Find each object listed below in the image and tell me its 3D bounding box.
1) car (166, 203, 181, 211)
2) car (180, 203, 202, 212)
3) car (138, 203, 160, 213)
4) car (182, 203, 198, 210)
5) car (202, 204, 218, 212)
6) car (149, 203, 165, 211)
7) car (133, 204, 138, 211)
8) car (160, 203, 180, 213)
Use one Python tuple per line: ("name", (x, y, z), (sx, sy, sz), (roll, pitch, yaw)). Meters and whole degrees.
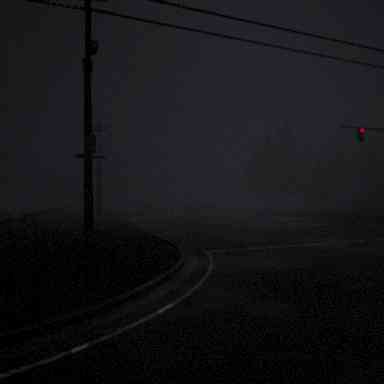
("car", (-3.772, 2.988, 68.018), (1.837, 1.490, 4.892), (0, -1, -18))
("car", (-0.508, 2.796, 57.996), (2.033, 1.411, 5.357), (0, -1, -18))
("car", (-7.317, 2.638, 56.295), (2.097, 1.767, 4.553), (0, -1, -18))
("car", (-0.444, 2.967, 69.102), (1.812, 1.442, 4.674), (0, -1, -18))
("car", (2.819, 2.784, 59.082), (2.033, 1.411, 5.357), (0, -1, -18))
("car", (-7.100, 3.001, 66.935), (2.128, 1.511, 4.902), (0, -1, -18))
("car", (-10.427, 3.070, 65.851), (2.033, 1.411, 5.357), (0, -1, -18))
("car", (-3.945, 2.795, 57.246), (1.812, 1.442, 4.674), (0, -1, -18))
